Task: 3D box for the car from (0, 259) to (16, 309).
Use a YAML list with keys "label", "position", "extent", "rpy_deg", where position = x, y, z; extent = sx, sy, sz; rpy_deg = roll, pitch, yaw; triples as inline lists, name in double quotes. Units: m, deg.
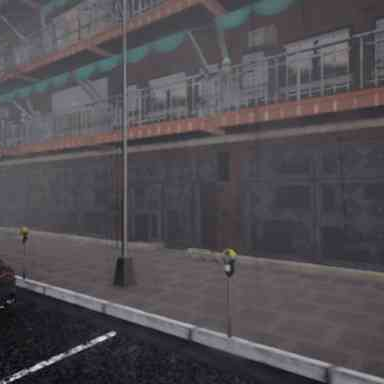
- label: "car"
  position: [-5.166, 1.577, 6.560]
  extent: [4.403, 1.369, 2.008]
  rpy_deg: [0, 0, 36]
